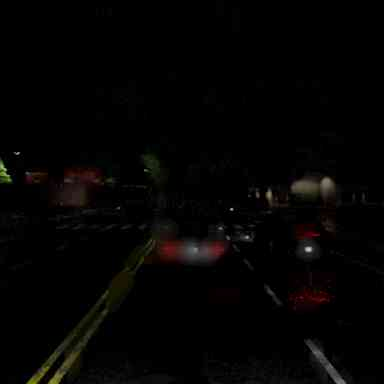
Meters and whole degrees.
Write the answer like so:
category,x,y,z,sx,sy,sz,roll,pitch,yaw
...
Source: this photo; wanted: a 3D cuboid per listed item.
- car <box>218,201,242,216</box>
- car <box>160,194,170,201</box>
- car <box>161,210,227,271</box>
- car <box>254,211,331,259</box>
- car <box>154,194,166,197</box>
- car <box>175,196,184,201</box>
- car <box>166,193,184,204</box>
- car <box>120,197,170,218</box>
category,x,y,z,sx,sy,sz,roll,pitch,yaw
car,3.606,1.536,32.217,1.994,1.385,4.181,0,0,0
car,-6.467,1.288,80.058,2.097,1.767,4.553,0,0,2
car,0.058,1.538,10.876,2.033,1.411,5.357,0,0,0
car,3.567,1.494,12.555,1.837,1.490,4.892,0,0,0
car,-6.723,1.449,64.427,1.837,1.490,4.892,0,0,1
car,-2.995,1.529,79.552,1.895,1.301,4.718,0,0,2
car,-3.229,1.167,64.010,2.150,2.045,5.566,0,0,1
car,-4.645,1.465,30.331,2.128,1.511,4.902,1,0,-45
